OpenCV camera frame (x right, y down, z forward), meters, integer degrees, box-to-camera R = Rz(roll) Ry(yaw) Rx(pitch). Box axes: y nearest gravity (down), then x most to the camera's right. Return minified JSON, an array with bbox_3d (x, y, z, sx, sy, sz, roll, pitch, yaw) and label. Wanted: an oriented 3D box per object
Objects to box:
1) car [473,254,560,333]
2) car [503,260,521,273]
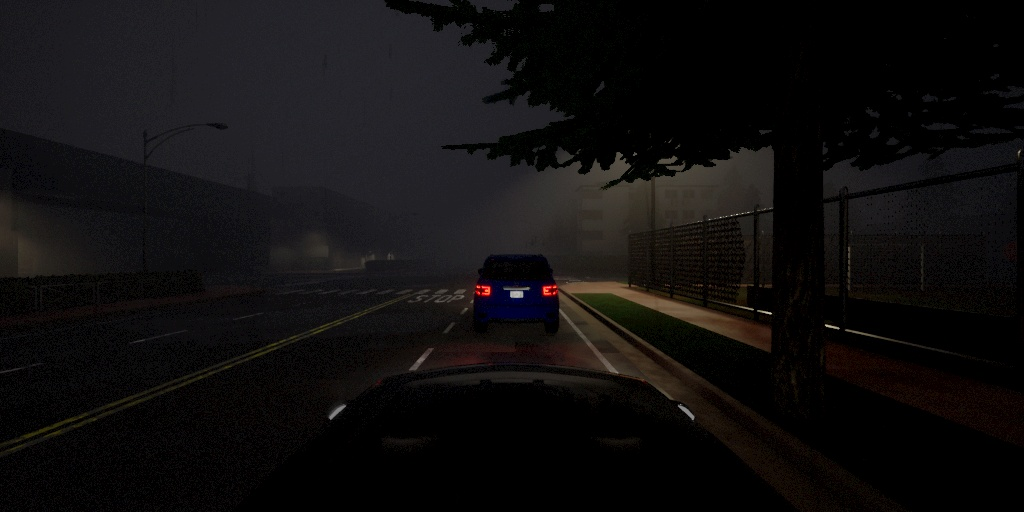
[{"bbox_3d":[0.111,0.972,10.889,2.150,2.045,5.566,0,0,0],"label":"car"},{"bbox_3d":[0.005,1.241,45.743,2.128,1.511,4.902,0,0,0],"label":"car"}]
